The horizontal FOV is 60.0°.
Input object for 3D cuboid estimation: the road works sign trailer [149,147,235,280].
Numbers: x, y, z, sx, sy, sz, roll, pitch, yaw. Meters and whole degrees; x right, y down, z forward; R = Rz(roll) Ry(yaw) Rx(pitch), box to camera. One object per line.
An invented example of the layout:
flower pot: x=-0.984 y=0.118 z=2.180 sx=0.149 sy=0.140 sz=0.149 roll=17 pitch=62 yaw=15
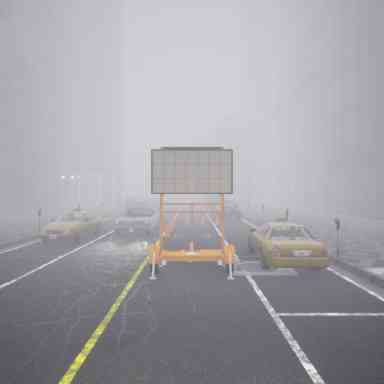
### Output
road works sign trailer: x=0.001 y=0.461 z=9.952 sx=2.380 sy=3.560 sz=2.880 roll=0 pitch=0 yaw=0

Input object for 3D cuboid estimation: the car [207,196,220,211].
car: x=2.862 y=1.434 z=33.197 sx=1.967 sy=1.590 sz=4.097 roll=0 pitch=0 yaw=0

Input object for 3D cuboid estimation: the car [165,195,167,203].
car: x=-5.661 y=1.573 z=55.769 sx=1.887 sy=1.381 sz=4.507 roll=0 pitch=0 yaw=0

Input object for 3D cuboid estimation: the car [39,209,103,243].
car: x=-5.665 y=1.519 z=16.089 sx=1.752 sy=1.417 sz=4.829 roll=0 pitch=0 yaw=1

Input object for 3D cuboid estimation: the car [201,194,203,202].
car: x=2.863 y=1.333 z=50.116 sx=2.192 sy=1.841 sz=5.009 roll=0 pitch=0 yaw=0

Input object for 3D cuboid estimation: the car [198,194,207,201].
car: x=2.866 y=1.434 z=89.593 sx=2.192 sy=1.841 sz=5.009 roll=0 pitch=0 yaw=0

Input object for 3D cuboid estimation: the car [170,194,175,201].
car: x=-5.660 y=1.601 z=78.155 sx=1.752 sy=1.417 sz=4.829 roll=0 pitch=0 yaw=0

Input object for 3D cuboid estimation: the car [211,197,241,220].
car: x=2.862 y=1.431 z=27.559 sx=1.967 sy=1.590 sz=4.097 roll=0 pitch=0 yaw=0

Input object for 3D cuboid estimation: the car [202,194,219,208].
car: x=2.863 y=1.323 z=44.477 sx=2.192 sy=1.841 sz=5.009 roll=0 pitch=0 yaw=0

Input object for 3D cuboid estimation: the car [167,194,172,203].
car: x=-5.660 y=1.631 z=67.047 sx=1.802 sy=1.307 sz=4.206 roll=0 pitch=0 yaw=0

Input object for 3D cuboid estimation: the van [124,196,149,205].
van: x=-5.662 y=1.335 z=33.213 sx=1.690 sy=1.788 sz=3.998 roll=0 pitch=0 yaw=0

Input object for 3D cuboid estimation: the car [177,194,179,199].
car: x=-5.659 y=1.456 z=95.241 sx=2.192 sy=1.841 sz=5.009 roll=0 pitch=0 yaw=0

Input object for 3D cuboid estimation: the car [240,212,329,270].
car: x=2.867 y=1.521 z=10.842 sx=1.752 sy=1.417 sz=4.829 roll=0 pitch=0 yaw=1

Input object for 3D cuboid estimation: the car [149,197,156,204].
car: x=-5.663 y=1.565 z=38.852 sx=1.947 sy=1.339 sz=4.313 roll=0 pitch=0 yaw=0

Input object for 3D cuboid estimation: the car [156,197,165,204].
car: x=-5.662 y=1.458 z=50.131 sx=1.967 sy=1.590 sz=4.097 roll=0 pitch=0 yaw=0

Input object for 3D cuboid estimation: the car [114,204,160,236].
car: x=-2.998 y=1.592 z=18.671 sx=1.895 sy=1.301 sz=4.718 roll=0 pitch=0 yaw=0

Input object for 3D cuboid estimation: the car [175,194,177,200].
car: x=-5.660 y=1.411 z=83.963 sx=2.192 sy=1.841 sz=5.009 roll=0 pitch=0 yaw=0

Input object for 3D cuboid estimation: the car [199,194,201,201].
car: x=2.865 y=1.479 z=61.395 sx=1.967 sy=1.590 sz=4.097 roll=0 pitch=0 yaw=0
